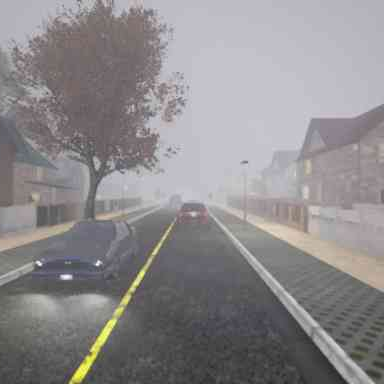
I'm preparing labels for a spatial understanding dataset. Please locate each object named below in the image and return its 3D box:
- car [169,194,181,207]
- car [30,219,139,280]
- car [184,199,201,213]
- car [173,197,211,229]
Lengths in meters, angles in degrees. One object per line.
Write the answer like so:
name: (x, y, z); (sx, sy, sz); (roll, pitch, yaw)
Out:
car: (-2.774, 1.441, 57.441); (2.150, 2.045, 5.566); (0, -1, 0)
car: (-2.855, 1.556, 10.223); (2.033, 1.411, 5.357); (0, 0, 0)
car: (0.081, 1.617, 38.676); (1.837, 1.490, 4.892); (0, -1, 0)
car: (0.086, 1.387, 21.916); (2.097, 1.767, 4.553); (0, 0, 0)
